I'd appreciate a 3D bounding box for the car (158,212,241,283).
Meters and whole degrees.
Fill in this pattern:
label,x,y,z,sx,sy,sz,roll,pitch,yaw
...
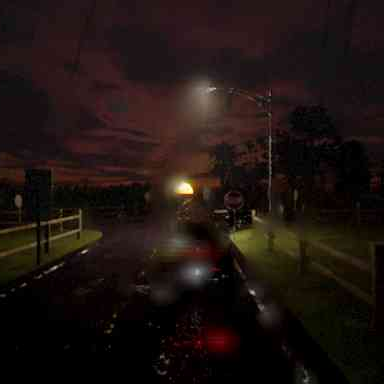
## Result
label,x,y,z,sx,sy,sz,roll,pitch,yaw
car,0.099,1.537,9.706,1.837,1.490,4.892,0,0,0

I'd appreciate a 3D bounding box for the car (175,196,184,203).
label,x,y,z,sx,sy,sz,roll,pitch,yaw
car,-2.765,1.725,75.239,1.837,1.490,4.892,0,0,0

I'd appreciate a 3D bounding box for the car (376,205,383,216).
label,x,y,z,sx,sy,sz,roll,pitch,yaw
car,17.852,1.265,27.478,4.892,1.490,1.837,-1,0,1

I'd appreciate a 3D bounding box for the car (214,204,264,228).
label,x,y,z,sx,sy,sz,roll,pitch,yaw
car,3.083,1.542,22.202,1.837,1.490,4.892,-4,0,38

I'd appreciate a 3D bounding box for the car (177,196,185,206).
label,x,y,z,sx,sy,sz,roll,pitch,yaw
car,-2.800,1.765,59.679,1.837,1.490,4.892,0,-1,0

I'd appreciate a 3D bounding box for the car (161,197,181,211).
label,x,y,z,sx,sy,sz,roll,pitch,yaw
car,-2.855,1.739,42.772,1.994,1.385,4.181,0,0,0
